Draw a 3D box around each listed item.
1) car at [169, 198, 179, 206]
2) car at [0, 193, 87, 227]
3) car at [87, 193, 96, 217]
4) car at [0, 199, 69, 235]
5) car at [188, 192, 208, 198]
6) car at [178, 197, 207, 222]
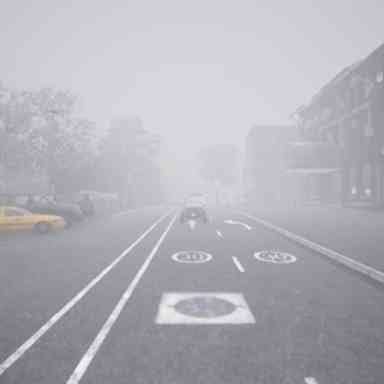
[{"bbox_3d":[-3.086,1.766,62.037,1.812,1.442,4.674,0,-1,2],"label":"car"},{"bbox_3d":[-9.420,1.125,19.868,5.566,2.045,2.435,-1,0,-20],"label":"car"},{"bbox_3d":[-9.466,1.106,22.796,5.566,2.045,2.435,-1,1,-20],"label":"car"},{"bbox_3d":[-9.279,1.390,16.973,5.366,1.575,1.946,-1,0,-20],"label":"car"},{"bbox_3d":[0.650,1.089,42.842,2.150,2.045,5.566,0,-1,3],"label":"car"},{"bbox_3d":[0.092,1.382,24.984,1.812,1.442,4.674,0,0,0],"label":"car"}]
